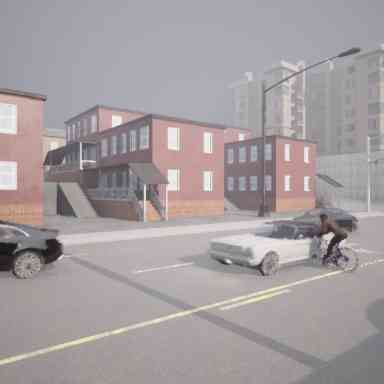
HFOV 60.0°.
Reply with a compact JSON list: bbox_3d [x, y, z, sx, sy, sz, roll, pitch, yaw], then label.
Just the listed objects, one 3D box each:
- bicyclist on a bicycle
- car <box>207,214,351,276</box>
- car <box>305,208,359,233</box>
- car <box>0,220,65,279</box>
[{"bbox_3d":[4.014,1.455,9.695,0.582,1.620,1.656,0,-2,-37],"label":"bicyclist on a bicycle"},{"bbox_3d":[2.784,1.601,10.476,4.718,1.301,1.895,0,0,-37],"label":"car"},{"bbox_3d":[7.278,1.564,18.189,4.181,1.385,1.994,0,0,-37],"label":"car"},{"bbox_3d":[-5.877,1.491,8.497,4.902,1.511,2.128,0,0,-35],"label":"car"}]
